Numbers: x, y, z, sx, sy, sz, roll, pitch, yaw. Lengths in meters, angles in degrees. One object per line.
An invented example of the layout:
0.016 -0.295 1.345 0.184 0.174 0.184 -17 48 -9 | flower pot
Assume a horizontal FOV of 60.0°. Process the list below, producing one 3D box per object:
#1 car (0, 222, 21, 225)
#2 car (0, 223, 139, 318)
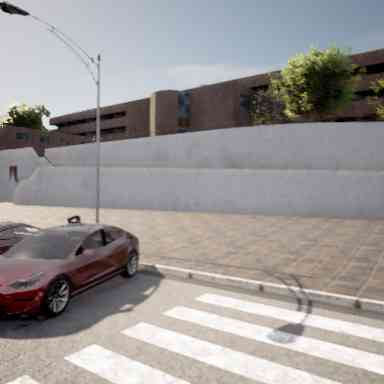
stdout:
-5.355 1.575 9.631 2.002 1.452 4.674 0 -1 16 | car
-2.912 1.550 7.858 2.163 1.488 4.792 0 -1 16 | car
